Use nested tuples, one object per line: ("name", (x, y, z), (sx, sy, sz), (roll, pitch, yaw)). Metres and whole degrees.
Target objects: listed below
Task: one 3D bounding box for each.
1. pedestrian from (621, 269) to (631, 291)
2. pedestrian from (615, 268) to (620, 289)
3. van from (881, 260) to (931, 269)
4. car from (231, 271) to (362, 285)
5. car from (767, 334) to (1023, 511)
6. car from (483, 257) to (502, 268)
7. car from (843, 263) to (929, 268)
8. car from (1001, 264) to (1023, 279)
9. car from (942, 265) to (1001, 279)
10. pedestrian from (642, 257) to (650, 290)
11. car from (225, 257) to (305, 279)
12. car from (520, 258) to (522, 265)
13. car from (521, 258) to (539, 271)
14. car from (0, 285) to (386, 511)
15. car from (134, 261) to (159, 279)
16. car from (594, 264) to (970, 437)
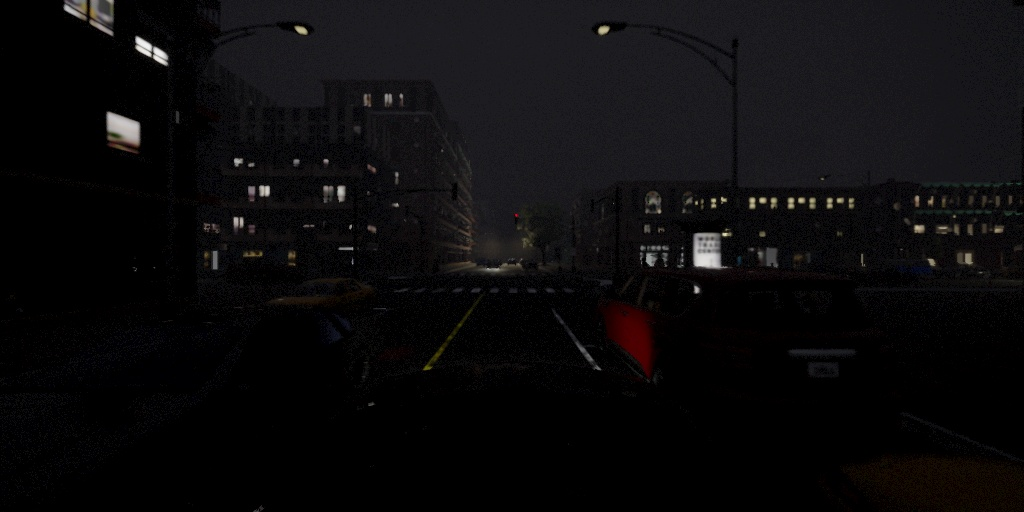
("pedestrian", (6.024, 0.872, 18.830), (0.375, 1.860, 0.375), (0, 0, 0))
("pedestrian", (5.933, 0.872, 20.030), (0.375, 1.860, 0.375), (0, 0, 0))
("van", (37.135, 1.234, 34.026), (3.998, 1.789, 1.690), (0, 0, 0))
("car", (-5.692, 1.265, 10.856), (1.751, 1.417, 4.829), (0, 0, 0))
("car", (2.691, 1.277, 0.116), (1.751, 1.417, 4.829), (0, 0, 0))
("car", (-3.046, 1.225, 58.872), (2.128, 1.511, 4.902), (0, 0, 1))
("car", (26.146, 1.395, 25.514), (4.507, 1.381, 1.888), (0, 0, 0))
("car", (48.016, 1.476, 34.104), (4.829, 1.417, 1.751), (0, 0, 0))
("car", (42.661, 1.472, 34.065), (4.403, 1.370, 2.007), (0, 0, 0))
("pedestrian", (7.195, 0.918, 19.430), (0.375, 1.860, 0.375), (0, 0, 0))
("car", (-17.278, 0.988, 25.255), (5.009, 1.841, 2.192), (0, 0, 0))
("car", (2.687, 1.172, 54.673), (1.967, 1.591, 4.097), (0, 0, 0))
("car", (2.688, 1.279, 48.976), (2.007, 1.370, 4.403), (0, 0, 0))
("car", (-3.092, 1.295, 3.900), (2.033, 1.411, 5.357), (0, 0, 0))
("car", (-30.300, 0.984, 27.756), (4.553, 1.767, 2.097), (0, 0, 0))
("car", (2.691, 1.061, 5.486), (2.192, 1.841, 5.009), (0, 0, 0))
